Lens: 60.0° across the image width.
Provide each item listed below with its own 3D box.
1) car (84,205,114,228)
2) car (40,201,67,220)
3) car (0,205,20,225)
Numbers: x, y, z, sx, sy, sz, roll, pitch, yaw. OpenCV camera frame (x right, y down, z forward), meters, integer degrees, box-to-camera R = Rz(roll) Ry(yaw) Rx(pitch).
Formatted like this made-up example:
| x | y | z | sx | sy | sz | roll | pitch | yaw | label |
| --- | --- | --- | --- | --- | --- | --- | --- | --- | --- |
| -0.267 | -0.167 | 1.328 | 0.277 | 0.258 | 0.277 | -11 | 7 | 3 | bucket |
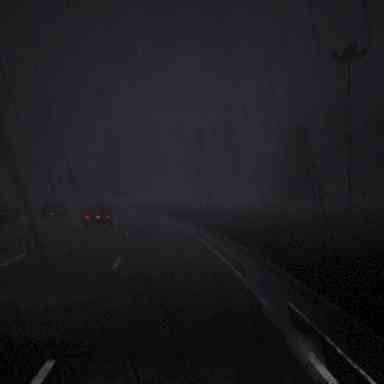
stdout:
| x | y | z | sx | sy | sz | roll | pitch | yaw | label |
| --- | --- | --- | --- | --- | --- | --- | --- | --- | --- |
| -6.363 | 1.588 | 22.717 | 2.033 | 1.411 | 5.357 | 0 | 0 | -14 | car |
| -11.938 | 1.555 | 28.681 | 2.128 | 1.511 | 4.902 | 0 | 0 | -20 | car |
| -14.253 | 1.633 | 24.679 | 1.994 | 1.385 | 4.181 | 0 | 0 | -16 | car |
